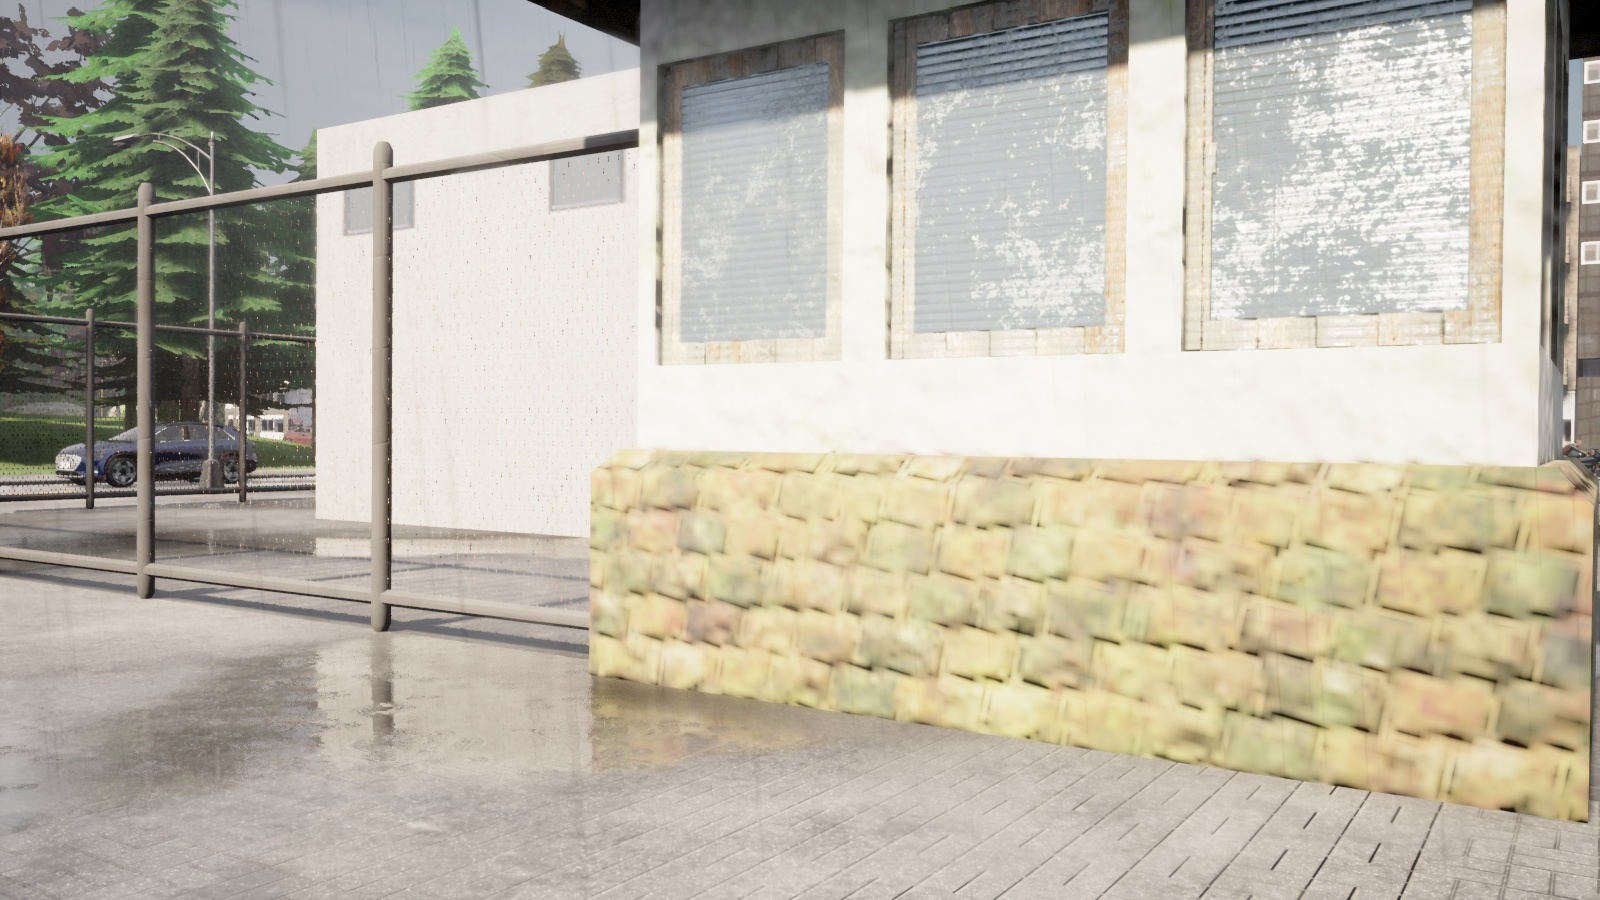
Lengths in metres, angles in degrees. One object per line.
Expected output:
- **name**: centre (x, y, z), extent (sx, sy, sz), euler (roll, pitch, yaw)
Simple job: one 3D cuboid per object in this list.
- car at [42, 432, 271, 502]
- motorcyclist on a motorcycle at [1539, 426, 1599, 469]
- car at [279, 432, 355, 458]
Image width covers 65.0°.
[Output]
- **car**: centre (-16.338, 0.370, 32.162), extent (2.033, 1.649, 4.856), euler (0, 1, 32)
- **motorcyclist on a motorcycle**: centre (27.890, -0.103, 45.186), extent (2.191, 1.530, 0.866), euler (0, 1, 33)
- **car**: centre (-32.260, -0.342, 83.839), extent (5.027, 1.651, 2.152), euler (0, 1, 33)
